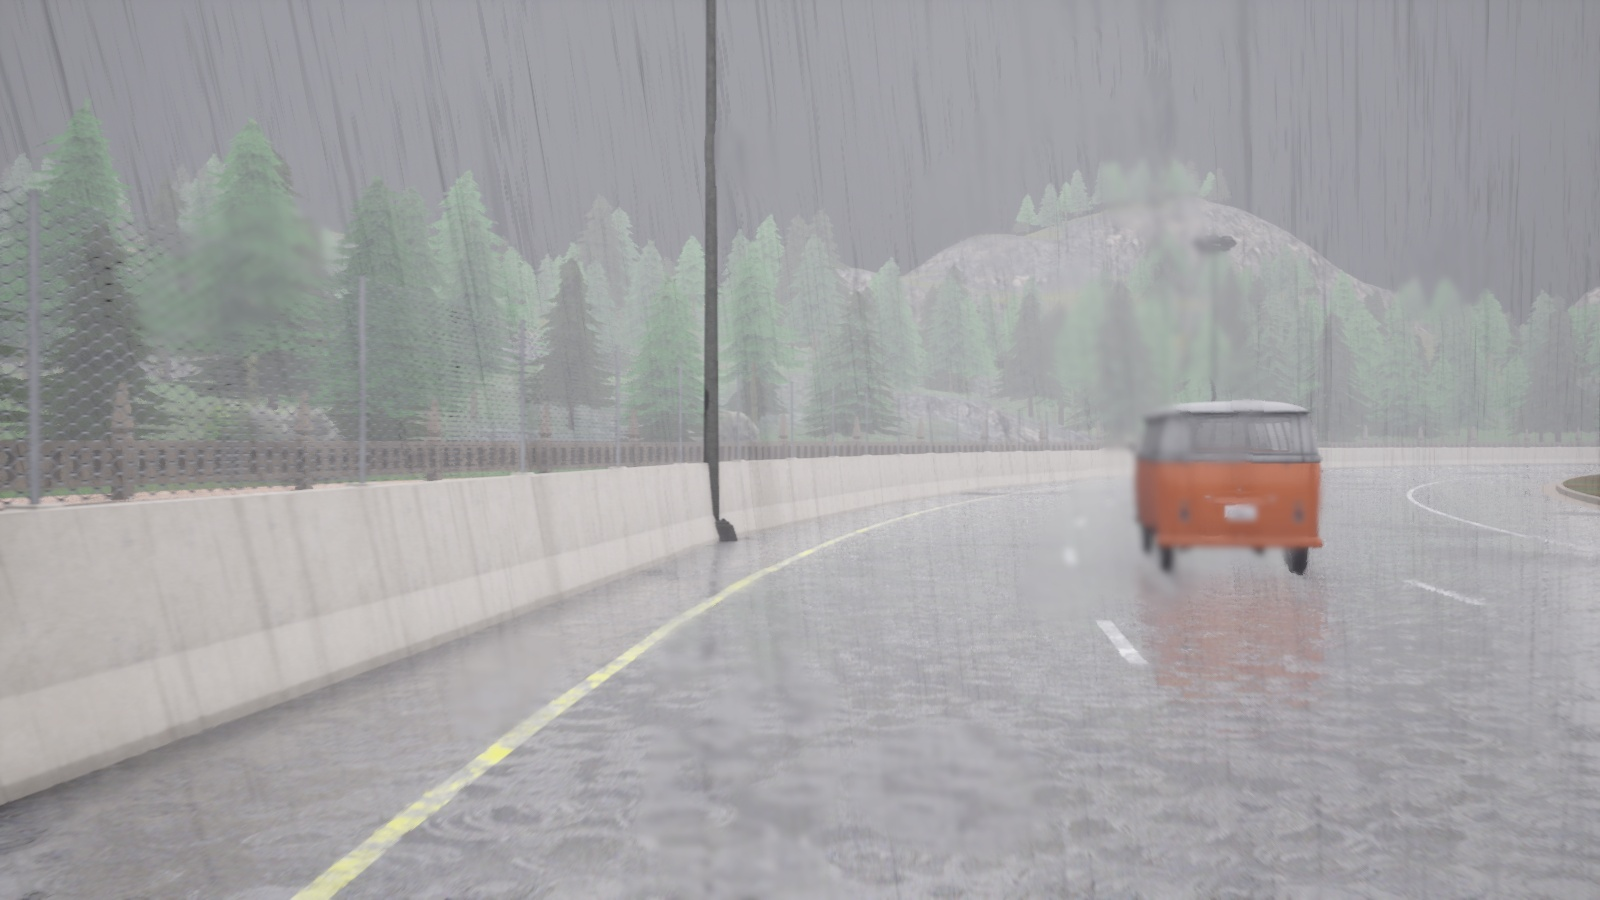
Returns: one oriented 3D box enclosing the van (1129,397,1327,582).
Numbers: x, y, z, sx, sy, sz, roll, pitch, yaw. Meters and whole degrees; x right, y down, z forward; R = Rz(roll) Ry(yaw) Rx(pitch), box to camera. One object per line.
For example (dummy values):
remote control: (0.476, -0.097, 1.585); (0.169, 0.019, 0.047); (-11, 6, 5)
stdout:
van: (5.236, 0.416, 15.893); (1.775, 1.987, 4.442); (0, 0, 11)
